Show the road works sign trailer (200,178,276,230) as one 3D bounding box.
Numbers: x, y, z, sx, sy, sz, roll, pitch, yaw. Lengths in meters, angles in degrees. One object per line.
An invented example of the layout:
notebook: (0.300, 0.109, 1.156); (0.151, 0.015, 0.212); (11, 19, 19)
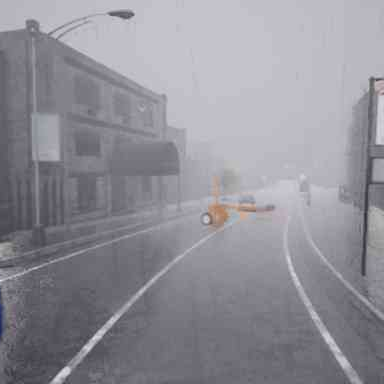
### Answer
road works sign trailer: (2.545, 0.684, 18.150); (3.560, 2.880, 2.380); (2, 1, 27)

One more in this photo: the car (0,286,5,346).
car: (-3.339, 1.435, 1.978); (1.882, 1.535, 5.008); (0, 0, 4)

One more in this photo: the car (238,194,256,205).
car: (7.258, 0.947, 43.375); (1.994, 1.385, 4.181); (2, 2, 17)

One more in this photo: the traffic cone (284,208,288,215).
traffic cone: (8.419, 1.726, 29.879); (0.340, 0.580, 0.340); (2, 1, 17)
